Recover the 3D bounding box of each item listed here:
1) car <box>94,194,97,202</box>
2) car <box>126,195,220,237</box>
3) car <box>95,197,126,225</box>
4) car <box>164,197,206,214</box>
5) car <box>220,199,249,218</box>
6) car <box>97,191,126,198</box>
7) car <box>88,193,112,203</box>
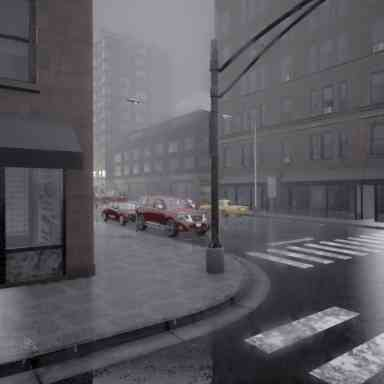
[{"bbox_3d":[-14.228,0.882,45.174,1.837,1.490,4.892,0,1,-35],"label":"car"},{"bbox_3d":[-1.175,1.138,17.079,2.192,1.841,5.009,1,0,-36],"label":"car"},{"bbox_3d":[-4.393,1.288,21.520,1.887,1.381,4.507,1,0,-36],"label":"car"},{"bbox_3d":[-0.695,1.203,30.952,1.802,1.307,4.206,1,0,-36],"label":"car"},{"bbox_3d":[2.419,1.222,26.648,1.752,1.417,4.829,1,0,-36],"label":"car"},{"bbox_3d":[-10.333,0.717,44.274,2.192,1.841,5.009,1,0,-36],"label":"car"},{"bbox_3d":[-13.549,0.883,48.717,2.008,1.369,4.403,1,0,-36],"label":"car"}]
